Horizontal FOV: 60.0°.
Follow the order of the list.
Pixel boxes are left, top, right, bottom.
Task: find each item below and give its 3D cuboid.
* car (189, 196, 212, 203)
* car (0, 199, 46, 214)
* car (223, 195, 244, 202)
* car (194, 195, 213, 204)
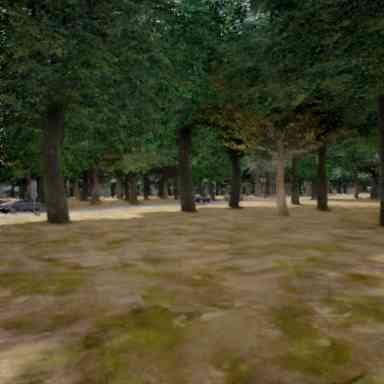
[{"bbox_3d":[1.649,1.381,62.262,1.895,1.301,4.718,-2,-1,38],"label":"car"},{"bbox_3d":[-16.673,1.406,33.024,1.994,1.385,4.181,-2,-1,38],"label":"car"},{"bbox_3d":[8.028,1.198,64.746,2.033,1.411,5.357,-2,-1,38],"label":"car"},{"bbox_3d":[1.655,1.201,56.491,1.837,1.490,4.892,-2,-1,38],"label":"car"}]
